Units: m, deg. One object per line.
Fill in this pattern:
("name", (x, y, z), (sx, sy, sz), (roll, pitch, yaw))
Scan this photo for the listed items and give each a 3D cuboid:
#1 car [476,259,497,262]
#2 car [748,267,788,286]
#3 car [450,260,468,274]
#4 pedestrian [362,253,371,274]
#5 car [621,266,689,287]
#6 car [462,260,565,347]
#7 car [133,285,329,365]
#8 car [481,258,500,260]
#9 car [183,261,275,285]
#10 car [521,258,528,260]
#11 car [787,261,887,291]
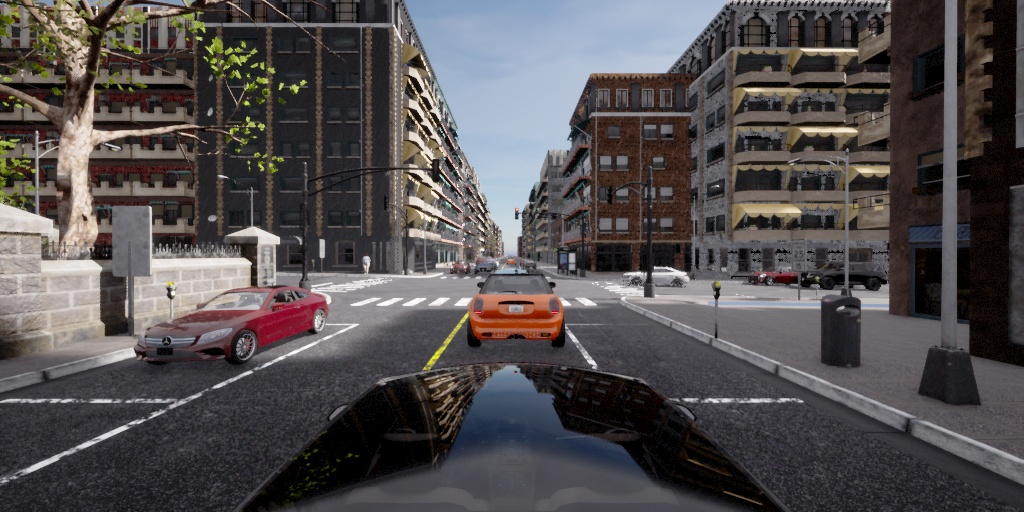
("car", (-3.145, 1.312, 40.988), (1.994, 1.385, 4.181), (0, 0, 0))
("car", (21.344, 1.571, 28.864), (4.097, 1.591, 1.967), (0, 0, -1))
("car", (-5.741, 1.187, 40.391), (1.967, 1.591, 4.097), (0, 0, 0))
("pedestrian", (-12.752, 0.651, 31.374), (0.375, 1.860, 0.375), (0, -1, -1))
("car", (10.429, 1.477, 26.244), (4.674, 1.442, 1.812), (1, 0, 2))
("car", (0.117, 1.101, 9.490), (2.097, 1.767, 4.553), (0, 0, 1))
("car", (-5.697, 1.331, 7.980), (1.802, 1.307, 4.207), (0, 0, 0))
("car", (-3.153, 1.312, 49.962), (1.994, 1.385, 4.181), (0, 0, 0))
("car", (-17.676, 1.035, 22.575), (4.181, 1.385, 1.994), (1, 0, -1))
("car", (2.624, 1.298, 51.674), (2.007, 1.370, 4.403), (0, 0, 0))
("car", (24.045, 1.415, 26.335), (5.566, 2.045, 2.150), (1, 0, -1))
